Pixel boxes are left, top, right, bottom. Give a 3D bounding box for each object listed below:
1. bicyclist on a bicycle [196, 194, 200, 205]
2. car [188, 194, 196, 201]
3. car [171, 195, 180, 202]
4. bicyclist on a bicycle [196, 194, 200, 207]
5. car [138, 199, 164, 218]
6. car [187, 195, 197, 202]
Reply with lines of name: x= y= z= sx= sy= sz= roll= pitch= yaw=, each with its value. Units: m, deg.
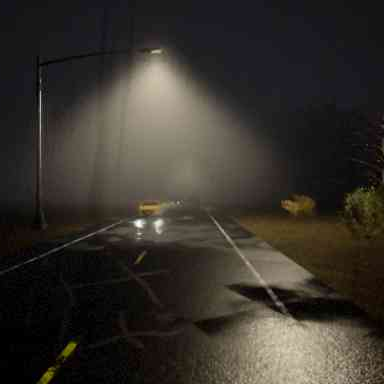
bicyclist on a bicycle: x=0.954 y=1.288 z=56.797 sx=0.659 sy=1.776 sz=1.843 roll=0 pitch=0 yaw=0
car: x=-0.012 y=1.352 z=81.977 sx=1.812 sy=1.442 sz=4.674 roll=0 pitch=0 yaw=0
car: x=-3.511 y=1.428 z=72.525 sx=2.033 sy=1.411 sz=5.357 roll=0 pitch=0 yaw=0
bicyclist on a bicycle: x=0.952 y=1.368 z=47.601 sx=0.866 sy=1.612 sz=1.509 roll=0 pitch=-1 yaw=0
car: x=-3.602 y=1.434 z=29.541 sx=1.882 sy=1.535 sz=5.008 roll=0 pitch=0 yaw=0
car: x=-0.011 y=1.447 z=72.114 sx=1.994 sy=1.385 sz=4.181 roll=0 pitch=0 yaw=0
